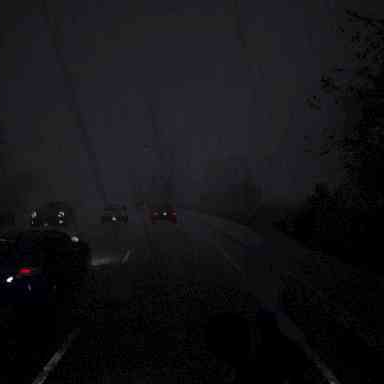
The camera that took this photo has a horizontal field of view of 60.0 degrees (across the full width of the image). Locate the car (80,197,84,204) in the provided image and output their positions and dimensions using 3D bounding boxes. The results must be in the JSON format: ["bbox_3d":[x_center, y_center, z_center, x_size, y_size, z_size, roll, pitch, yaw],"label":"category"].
[{"bbox_3d":[-21.344,1.574,62.006,2.033,1.411,5.357,0,0,-25],"label":"car"}]

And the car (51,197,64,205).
[{"bbox_3d":[-24.594,1.624,60.683,1.895,1.301,4.718,0,0,-25],"label":"car"}]

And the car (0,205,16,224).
[{"bbox_3d":[-12.317,1.546,20.342,1.812,1.442,4.674,0,0,-9],"label":"car"}]

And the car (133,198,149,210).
[{"bbox_3d":[-6.328,1.515,42.370,2.128,1.511,4.902,0,0,-16],"label":"car"}]

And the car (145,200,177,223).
[{"bbox_3d":[-2.292,1.561,25.360,2.033,1.411,5.357,0,0,-10],"label":"car"}]

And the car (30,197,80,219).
[{"bbox_3d":[-9.064,1.369,22.031,2.097,1.767,4.553,0,0,-9],"label":"car"}]

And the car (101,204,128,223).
[{"bbox_3d":[-5.931,1.617,25.876,1.895,1.301,4.718,0,0,-10],"label":"car"}]

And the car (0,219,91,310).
[{"bbox_3d":[-3.786,1.573,7.914,1.994,1.385,4.181,0,0,-3],"label":"car"}]
